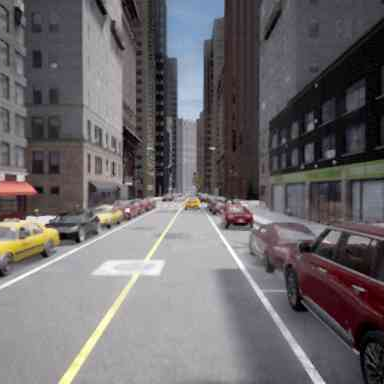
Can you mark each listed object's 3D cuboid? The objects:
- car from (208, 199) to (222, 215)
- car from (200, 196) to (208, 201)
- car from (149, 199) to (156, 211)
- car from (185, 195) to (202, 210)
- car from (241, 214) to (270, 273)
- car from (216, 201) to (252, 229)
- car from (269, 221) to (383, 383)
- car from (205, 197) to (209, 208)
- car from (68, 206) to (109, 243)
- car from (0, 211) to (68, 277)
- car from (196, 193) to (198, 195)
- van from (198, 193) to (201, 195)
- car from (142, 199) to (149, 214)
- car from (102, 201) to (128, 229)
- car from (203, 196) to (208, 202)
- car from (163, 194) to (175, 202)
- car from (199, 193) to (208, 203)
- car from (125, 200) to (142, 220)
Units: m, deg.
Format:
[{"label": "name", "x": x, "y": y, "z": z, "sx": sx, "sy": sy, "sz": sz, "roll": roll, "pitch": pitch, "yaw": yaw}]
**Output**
[{"label": "car", "x": 2.852, "y": 1.579, "z": 32.997, "sx": 1.802, "sy": 1.307, "sz": 4.206, "roll": -1, "pitch": 0, "yaw": 0}, {"label": "car", "x": 2.857, "y": 1.601, "z": 82.528, "sx": 1.802, "sy": 1.307, "sz": 4.206, "roll": -1, "pitch": 0, "yaw": 0}, {"label": "car", "x": -5.673, "y": 1.543, "z": 38.638, "sx": 1.887, "sy": 1.381, "sz": 4.507, "roll": -1, "pitch": 0, "yaw": 0}, {"label": "car", "x": 0.066, "y": 1.478, "z": 43.896, "sx": 1.882, "sy": 1.535, "sz": 5.008, "roll": 0, "pitch": -1, "yaw": 1}, {"label": "car", "x": 2.850, "y": 1.579, "z": 10.399, "sx": 1.802, "sy": 1.307, "sz": 4.206, "roll": -1, "pitch": 0, "yaw": 0}, {"label": "car", "x": 2.850, "y": 1.540, "z": 21.698, "sx": 1.887, "sy": 1.381, "sz": 4.507, "roll": -1, "pitch": 0, "yaw": 0}, {"label": "car", "x": 2.846, "y": 1.314, "z": 4.752, "sx": 2.192, "sy": 1.841, "sz": 5.009, "roll": -1, "pitch": 0, "yaw": 0}, {"label": "car", "x": 2.852, "y": 1.564, "z": 38.646, "sx": 1.947, "sy": 1.339, "sz": 4.313, "roll": -1, "pitch": 0, "yaw": 0}, {"label": "car", "x": -5.675, "y": 1.562, "z": 16.043, "sx": 1.947, "sy": 1.339, "sz": 4.313, "roll": -1, "pitch": 0, "yaw": 0}, {"label": "car", "x": -5.676, "y": 1.523, "z": 10.224, "sx": 1.752, "sy": 1.417, "sz": 4.829, "roll": -1, "pitch": 0, "yaw": 0}, {"label": "car", "x": 2.856, "y": 1.466, "z": 93.776, "sx": 1.967, "sy": 1.590, "sz": 4.097, "roll": -1, "pitch": 0, "yaw": 0}, {"label": "van", "x": 2.854, "y": 1.357, "z": 76.903, "sx": 1.690, "sy": 1.788, "sz": 3.998, "roll": -1, "pitch": 0, "yaw": 0}, {"label": "car", "x": -5.673, "y": 1.579, "z": 32.989, "sx": 1.802, "sy": 1.307, "sz": 4.206, "roll": -1, "pitch": 0, "yaw": 0}, {"label": "car", "x": -5.675, "y": 1.521, "z": 21.521, "sx": 1.752, "sy": 1.417, "sz": 4.829, "roll": -1, "pitch": 0, "yaw": 0}, {"label": "car", "x": 2.853, "y": 1.582, "z": 44.296, "sx": 1.802, "sy": 1.307, "sz": 4.206, "roll": -1, "pitch": 0, "yaw": 0}, {"label": "car", "x": -5.672, "y": 1.331, "z": 76.895, "sx": 2.192, "sy": 1.841, "sz": 5.009, "roll": -1, "pitch": 0, "yaw": 0}, {"label": "car", "x": 2.855, "y": 1.558, "z": 71.279, "sx": 1.887, "sy": 1.381, "sz": 4.507, "roll": -1, "pitch": 0, "yaw": 0}, {"label": "car", "x": -5.675, "y": 1.436, "z": 27.340, "sx": 1.967, "sy": 1.590, "sz": 4.097, "roll": -1, "pitch": 0, "yaw": 0}]
